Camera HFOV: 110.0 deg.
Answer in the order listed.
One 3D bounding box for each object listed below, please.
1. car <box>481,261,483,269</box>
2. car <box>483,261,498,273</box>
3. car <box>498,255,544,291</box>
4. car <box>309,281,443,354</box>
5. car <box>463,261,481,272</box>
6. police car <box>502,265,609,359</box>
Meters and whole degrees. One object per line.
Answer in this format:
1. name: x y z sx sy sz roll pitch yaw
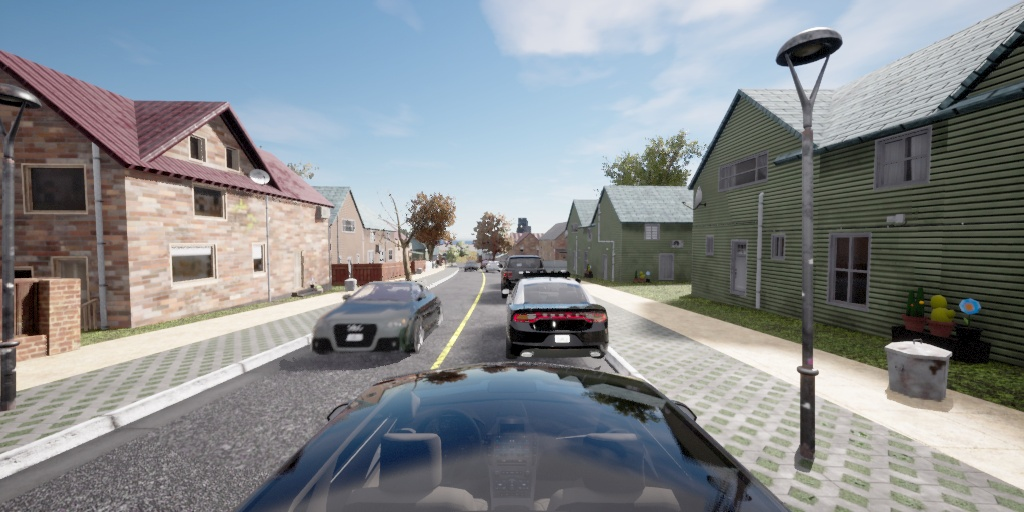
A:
1. car: -4.421 1.508 61.482 1.812 1.442 4.674 0 0 -9
2. car: -2.540 1.410 47.603 1.812 1.442 4.674 0 0 -6
3. car: 0.520 0.987 18.528 2.150 2.045 5.566 0 0 -2
4. car: -2.926 1.315 8.603 1.994 1.385 4.181 0 0 -1
5. car: -5.588 1.415 49.030 1.837 1.490 4.892 0 0 -7
6. police car: 0.799 1.174 8.547 1.930 1.638 5.238 0 0 -1
